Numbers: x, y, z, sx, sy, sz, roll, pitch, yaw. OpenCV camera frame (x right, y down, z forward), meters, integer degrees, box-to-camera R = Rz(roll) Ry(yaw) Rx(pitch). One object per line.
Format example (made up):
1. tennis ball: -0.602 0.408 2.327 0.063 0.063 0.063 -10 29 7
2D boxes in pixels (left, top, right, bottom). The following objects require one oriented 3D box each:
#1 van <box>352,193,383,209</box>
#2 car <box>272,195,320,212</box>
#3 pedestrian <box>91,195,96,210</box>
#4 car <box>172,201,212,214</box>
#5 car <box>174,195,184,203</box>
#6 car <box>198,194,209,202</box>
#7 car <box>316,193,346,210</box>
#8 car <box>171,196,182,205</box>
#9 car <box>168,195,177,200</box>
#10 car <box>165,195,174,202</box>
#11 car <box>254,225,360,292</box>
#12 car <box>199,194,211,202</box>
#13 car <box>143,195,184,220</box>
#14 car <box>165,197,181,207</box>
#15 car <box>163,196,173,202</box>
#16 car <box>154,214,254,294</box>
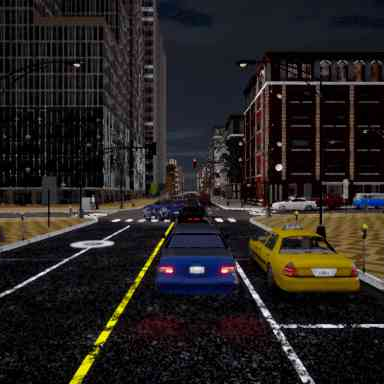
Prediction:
1. van: 20.974 1.050 39.012 3.998 1.788 1.690 -1 1 -1
2. car: 11.162 1.363 36.460 4.674 1.442 1.812 -1 0 -1
3. pedestrian: -12.343 1.270 41.603 0.375 1.860 0.375 0 1 -1
4. car: 0.086 1.505 18.654 1.837 1.490 4.892 0 0 0
5. car: -2.741 1.482 71.367 1.882 1.535 5.008 0 0 0
6. car: 2.573 1.320 74.597 2.192 1.841 5.009 0 0 0
7. car: 15.318 1.095 38.953 5.009 1.841 2.192 -1 1 -1
8. car: -2.810 1.529 60.881 1.812 1.442 4.674 0 0 0
9. car: -5.305 1.558 91.376 2.008 1.369 4.403 0 0 0
10. car: -5.307 1.550 80.190 1.887 1.381 4.507 0 0 0
11. car: 2.565 1.525 8.764 1.752 1.417 4.829 0 0 0
12. car: 2.571 1.318 63.411 2.192 1.841 5.009 0 0 0
13. car: -2.200 1.365 27.346 2.097 1.767 4.553 0 0 20
14. car: -2.837 1.494 51.254 2.128 1.511 4.902 0 0 0
15. car: -5.307 1.556 74.597 2.008 1.369 4.403 0 0 0
16. car: 0.098 1.547 8.913 2.033 1.411 5.357 0 0 0
